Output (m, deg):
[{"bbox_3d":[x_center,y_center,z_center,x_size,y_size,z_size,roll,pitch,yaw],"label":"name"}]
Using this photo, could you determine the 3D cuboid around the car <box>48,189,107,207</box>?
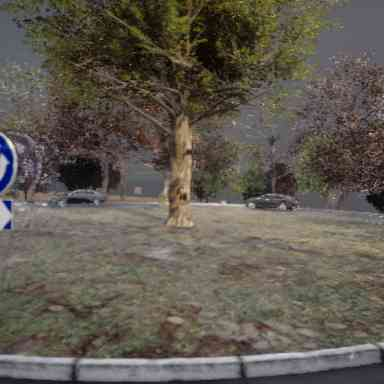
[{"bbox_3d":[-10.135,0.503,29.664,4.902,1.511,2.128,0,2,-32],"label":"car"}]

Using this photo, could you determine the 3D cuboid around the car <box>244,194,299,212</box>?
[{"bbox_3d":[7.153,0.912,30.069,4.892,1.490,1.837,2,0,34],"label":"car"}]
